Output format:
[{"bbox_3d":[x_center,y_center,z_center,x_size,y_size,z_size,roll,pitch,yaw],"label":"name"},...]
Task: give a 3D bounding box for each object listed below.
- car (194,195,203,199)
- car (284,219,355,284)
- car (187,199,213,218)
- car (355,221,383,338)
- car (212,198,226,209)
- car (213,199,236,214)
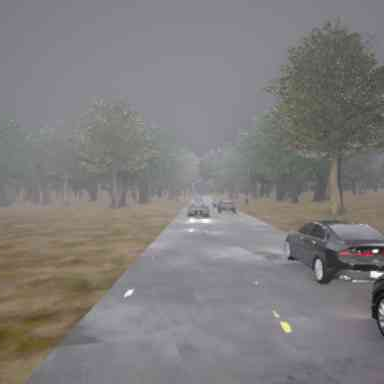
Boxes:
[{"bbox_3d":[1.690,1.473,84.740,2.097,1.767,4.553,1,0,1],"label":"car"},{"bbox_3d":[4.067,1.545,9.632,1.837,1.490,4.892,1,0,1],"label":"car"},{"bbox_3d":[0.571,1.569,29.622,1.994,1.385,4.181,1,0,1],"label":"car"},{"bbox_3d":[3.945,1.391,3.604,2.097,1.767,4.553,1,0,1],"label":"car"},{"bbox_3d":[3.908,1.650,48.751,1.895,1.301,4.718,1,0,1],"label":"car"},{"bbox_3d":[3.769,1.529,36.879,2.128,1.511,4.902,1,0,2],"label":"car"}]
